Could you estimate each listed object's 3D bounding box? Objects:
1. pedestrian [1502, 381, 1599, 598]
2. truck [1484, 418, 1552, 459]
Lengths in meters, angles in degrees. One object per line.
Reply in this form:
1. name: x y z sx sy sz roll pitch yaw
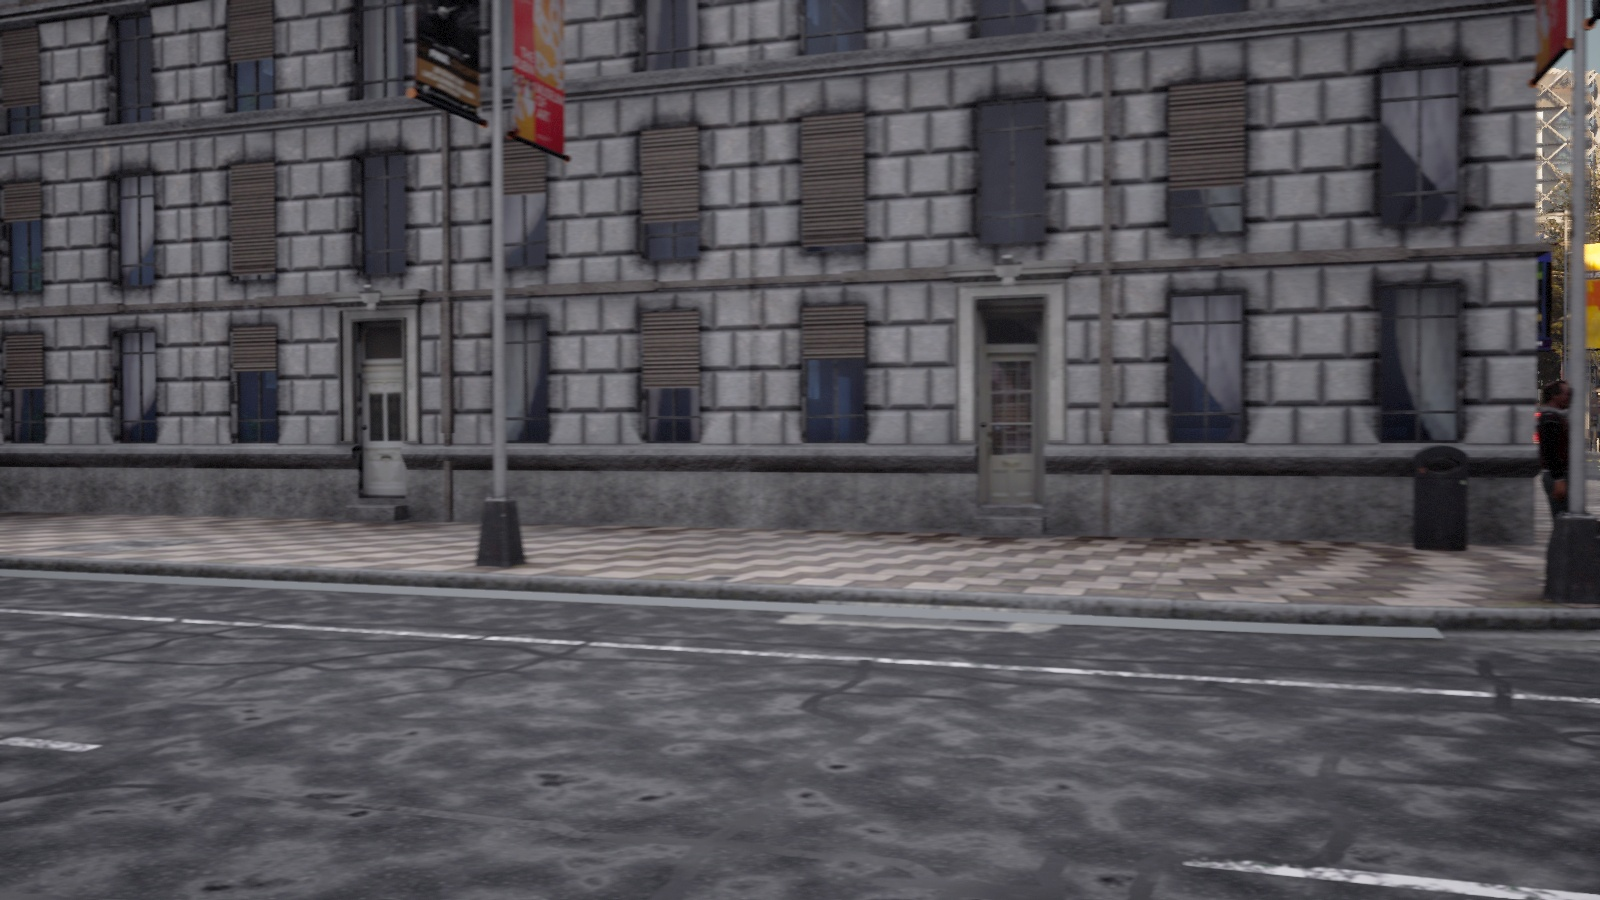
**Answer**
1. pedestrian: 6.622 0.331 11.074 0.720 1.854 0.376 1 1 28
2. truck: 44.383 -0.739 77.793 2.627 2.467 5.204 1 1 18
